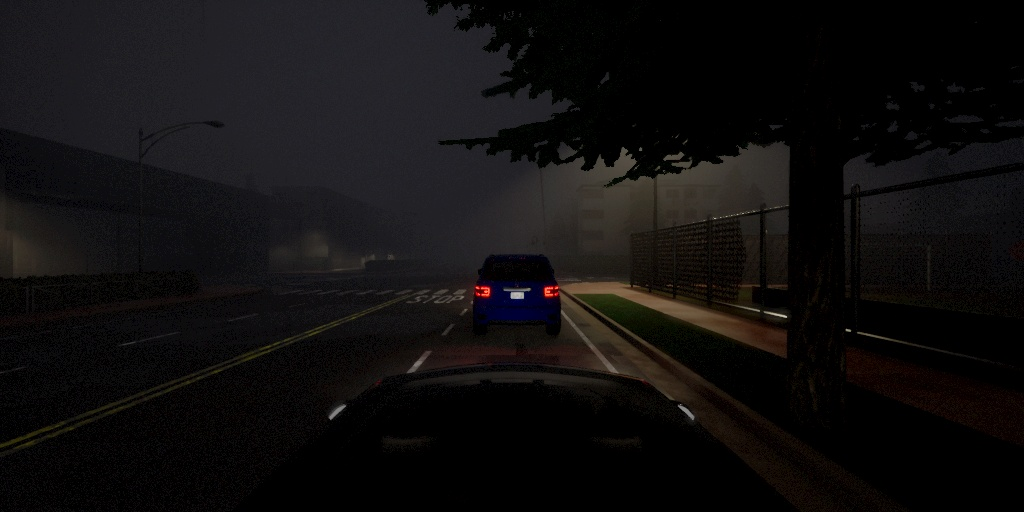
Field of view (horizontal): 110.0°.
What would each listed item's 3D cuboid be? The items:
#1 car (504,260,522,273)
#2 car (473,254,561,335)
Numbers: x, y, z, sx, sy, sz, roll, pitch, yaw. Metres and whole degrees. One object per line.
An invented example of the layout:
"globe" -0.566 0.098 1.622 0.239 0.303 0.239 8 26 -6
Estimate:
"car" 0.069 1.242 45.524 2.128 1.511 4.902 0 0 0
"car" 0.124 0.972 10.649 2.150 2.045 5.566 0 0 0
